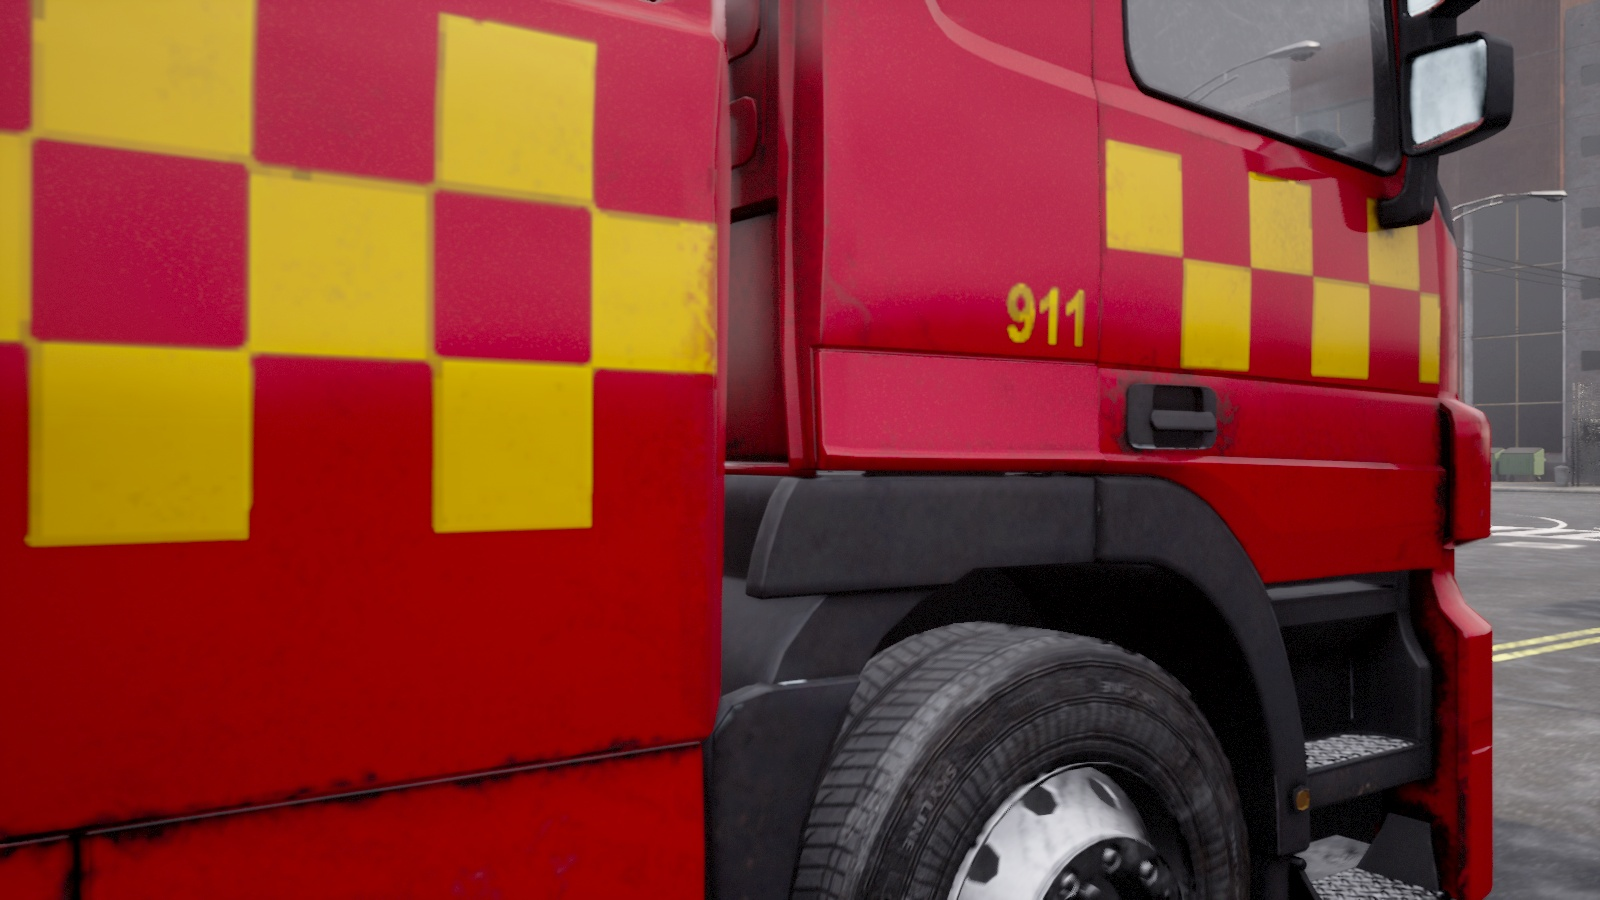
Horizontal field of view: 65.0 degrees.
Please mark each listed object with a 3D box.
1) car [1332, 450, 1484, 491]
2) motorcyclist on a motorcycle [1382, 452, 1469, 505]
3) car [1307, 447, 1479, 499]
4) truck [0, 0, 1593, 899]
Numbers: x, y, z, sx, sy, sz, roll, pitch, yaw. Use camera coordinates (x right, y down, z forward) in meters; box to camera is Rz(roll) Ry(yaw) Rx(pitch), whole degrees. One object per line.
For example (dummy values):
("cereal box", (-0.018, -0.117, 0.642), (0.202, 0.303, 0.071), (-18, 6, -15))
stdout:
("car", (23.604, 0.771, 48.911), (2.128, 1.511, 4.902), (0, 0, -34))
("motorcyclist on a motorcycle", (18.663, 0.832, 37.524), (0.866, 1.530, 2.191), (0, 0, -34))
("car", (19.785, 0.736, 42.090), (2.033, 1.649, 4.856), (0, 0, -34))
("truck", (-2.168, -0.410, 2.154), (8.468, 3.827, 2.891), (0, 0, -35))
